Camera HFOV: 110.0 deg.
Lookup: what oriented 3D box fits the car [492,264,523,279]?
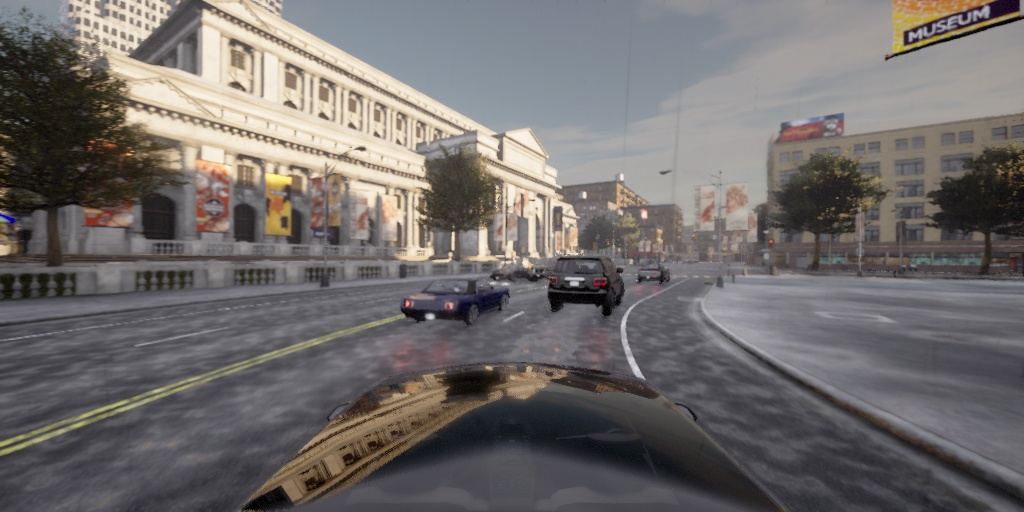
[{"bbox_3d":[0.210,1.378,30.665,2.033,1.411,5.357,0,0,31],"label":"car"}]

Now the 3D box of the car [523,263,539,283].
[{"bbox_3d":[3.401,1.123,29.167,2.150,2.045,5.566,0,0,31],"label":"car"}]

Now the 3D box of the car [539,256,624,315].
[{"bbox_3d":[3.067,1.023,14.218,2.150,2.045,5.566,0,-1,22],"label":"car"}]

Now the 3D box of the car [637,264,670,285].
[{"bbox_3d":[11.263,1.387,28.378,2.128,1.511,4.902,0,0,31],"label":"car"}]

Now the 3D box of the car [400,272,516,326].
[{"bbox_3d":[-1.561,1.368,11.863,1.895,1.301,4.718,0,0,17],"label":"car"}]
